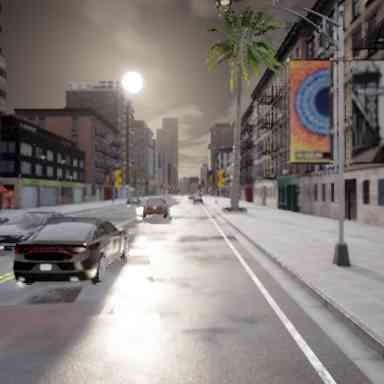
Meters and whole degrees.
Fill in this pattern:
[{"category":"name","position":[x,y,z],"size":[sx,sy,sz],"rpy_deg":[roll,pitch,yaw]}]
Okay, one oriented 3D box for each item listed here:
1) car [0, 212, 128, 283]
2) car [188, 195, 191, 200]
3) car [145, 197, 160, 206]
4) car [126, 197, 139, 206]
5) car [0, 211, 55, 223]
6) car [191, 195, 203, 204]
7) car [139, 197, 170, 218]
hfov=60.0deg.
[{"category":"car","position":[-3.148,1.472,9.646],"size":[1.882,1.535,5.008],"rpy_deg":[0,0,0]},{"category":"car","position":[0.038,1.371,81.798],"size":[1.895,1.301,4.718],"rpy_deg":[0,0,0]},{"category":"car","position":[-6.531,1.505,55.202],"size":[1.812,1.442,4.674],"rpy_deg":[0,0,1]},{"category":"car","position":[-9.759,1.526,56.268],"size":[2.033,1.411,5.357],"rpy_deg":[0,0,1]},{"category":"car","position":[-6.594,1.540,14.184],"size":[2.033,1.411,5.357],"rpy_deg":[0,0,0]},{"category":"car","position":[1.166,1.501,62.466],"size":[1.812,1.442,4.674],"rpy_deg":[0,0,0]},{"category":"car","position":[-3.137,1.338,30.119],"size":[2.097,1.767,4.553],"rpy_deg":[0,0,0]}]
